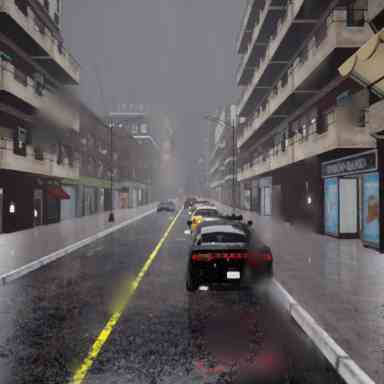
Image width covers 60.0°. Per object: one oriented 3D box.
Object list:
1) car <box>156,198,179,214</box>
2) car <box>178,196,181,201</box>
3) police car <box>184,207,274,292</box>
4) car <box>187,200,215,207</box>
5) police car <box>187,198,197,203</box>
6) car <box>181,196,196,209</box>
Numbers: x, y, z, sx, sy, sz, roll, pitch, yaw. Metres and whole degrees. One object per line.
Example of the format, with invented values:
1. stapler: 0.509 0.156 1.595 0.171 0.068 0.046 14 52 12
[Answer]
1. car: -2.909 1.658 37.701 2.033 1.411 5.357 0 0 0
2. car: -2.902 1.874 92.552 1.812 1.442 4.674 0 0 0
3. police car: 0.812 1.437 9.138 1.930 1.638 5.238 0 0 0
4. car: 0.795 1.494 19.221 1.801 1.575 5.366 0 0 0
5. police car: 0.785 1.485 25.141 1.930 1.638 5.238 0 0 0
6. car: -0.050 1.504 47.599 2.097 1.767 4.553 0 0 0
